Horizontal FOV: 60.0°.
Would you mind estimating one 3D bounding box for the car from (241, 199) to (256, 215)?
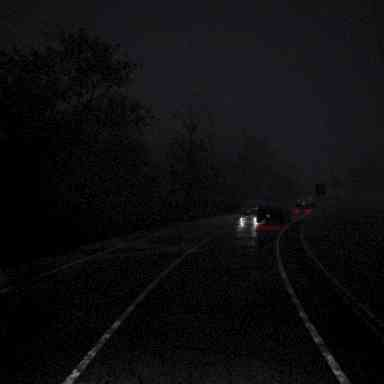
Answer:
[{"bbox_3d":[6.345,1.479,33.461,1.812,1.442,4.674,-2,1,27],"label":"car"}]

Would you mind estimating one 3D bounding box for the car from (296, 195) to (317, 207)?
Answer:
[{"bbox_3d":[14.066,1.048,40.795,1.812,1.442,4.674,-2,1,27],"label":"car"}]

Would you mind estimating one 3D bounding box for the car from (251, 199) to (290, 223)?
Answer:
[{"bbox_3d":[6.191,1.450,25.044,1.882,1.535,5.008,-2,0,23],"label":"car"}]
